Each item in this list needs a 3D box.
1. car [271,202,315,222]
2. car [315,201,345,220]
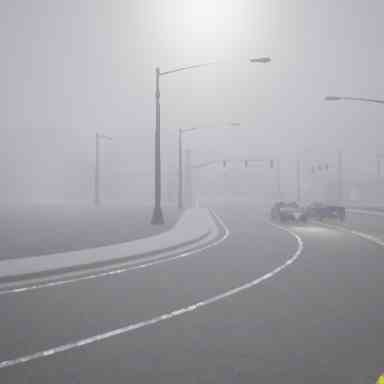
[{"bbox_3d":[7.431,1.517,25.809,2.128,1.511,4.902,0,0,1],"label":"car"},{"bbox_3d":[10.966,1.481,27.746,1.882,1.535,5.008,0,0,1],"label":"car"}]
